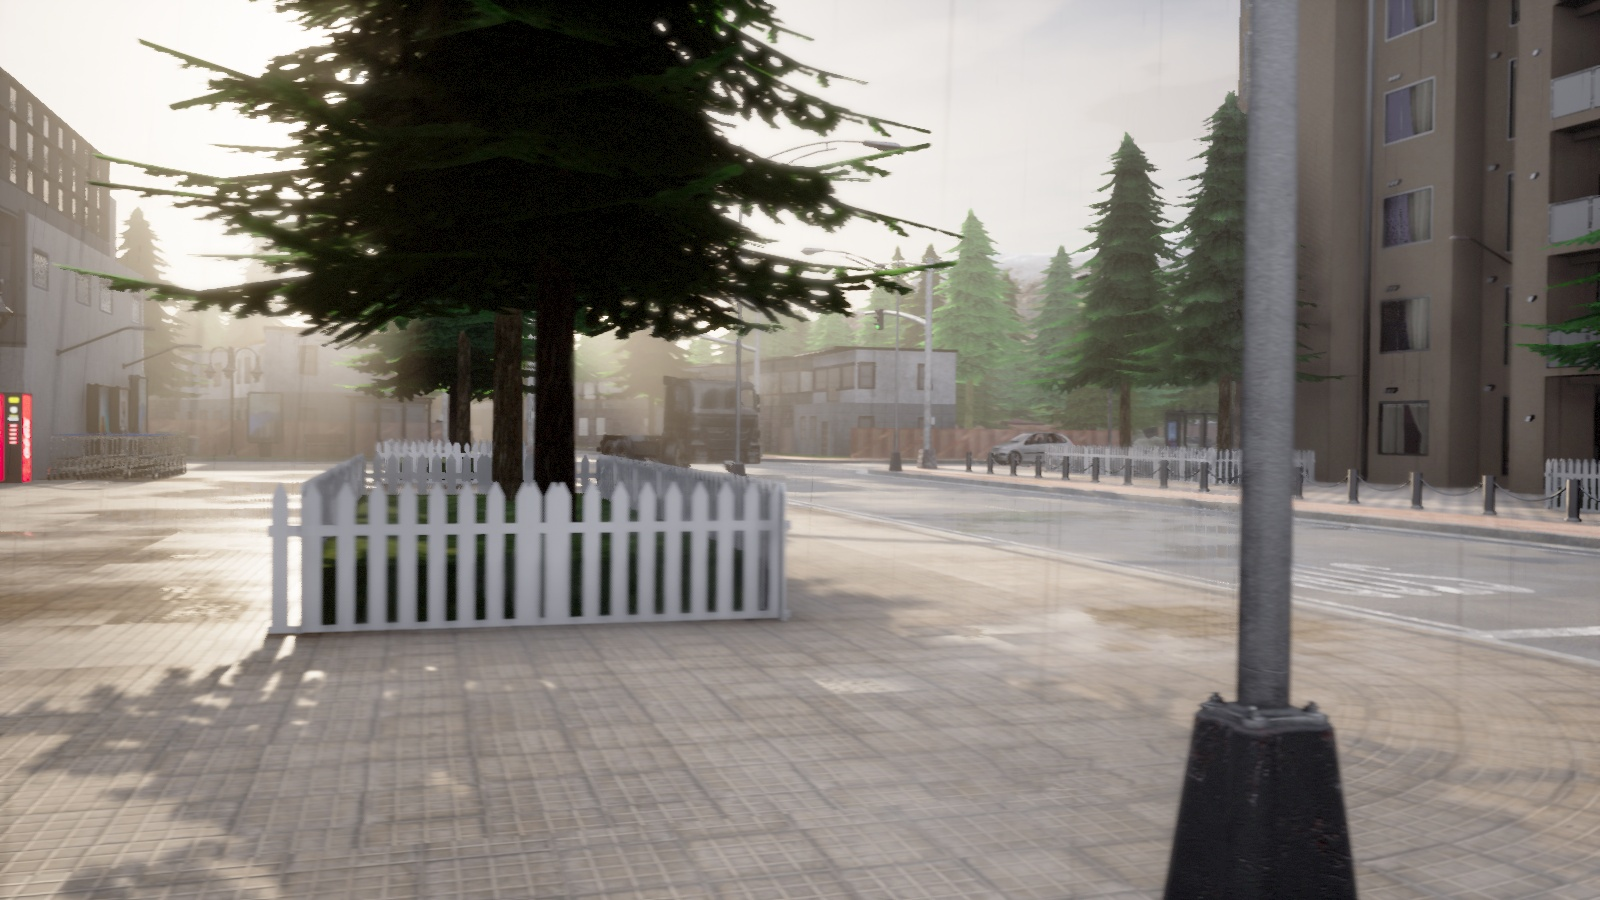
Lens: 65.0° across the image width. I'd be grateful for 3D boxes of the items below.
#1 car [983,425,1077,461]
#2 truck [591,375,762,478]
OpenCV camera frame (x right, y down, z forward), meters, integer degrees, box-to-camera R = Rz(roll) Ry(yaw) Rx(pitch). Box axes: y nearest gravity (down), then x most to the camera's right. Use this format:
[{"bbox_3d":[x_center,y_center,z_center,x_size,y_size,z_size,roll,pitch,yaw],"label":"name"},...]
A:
[{"bbox_3d":[10.918,-0.348,59.730,3.988,1.617,1.851,-1,1,-16],"label":"car"},{"bbox_3d":[-4.725,-0.836,46.251,2.891,3.462,7.936,-1,1,-33],"label":"truck"}]
